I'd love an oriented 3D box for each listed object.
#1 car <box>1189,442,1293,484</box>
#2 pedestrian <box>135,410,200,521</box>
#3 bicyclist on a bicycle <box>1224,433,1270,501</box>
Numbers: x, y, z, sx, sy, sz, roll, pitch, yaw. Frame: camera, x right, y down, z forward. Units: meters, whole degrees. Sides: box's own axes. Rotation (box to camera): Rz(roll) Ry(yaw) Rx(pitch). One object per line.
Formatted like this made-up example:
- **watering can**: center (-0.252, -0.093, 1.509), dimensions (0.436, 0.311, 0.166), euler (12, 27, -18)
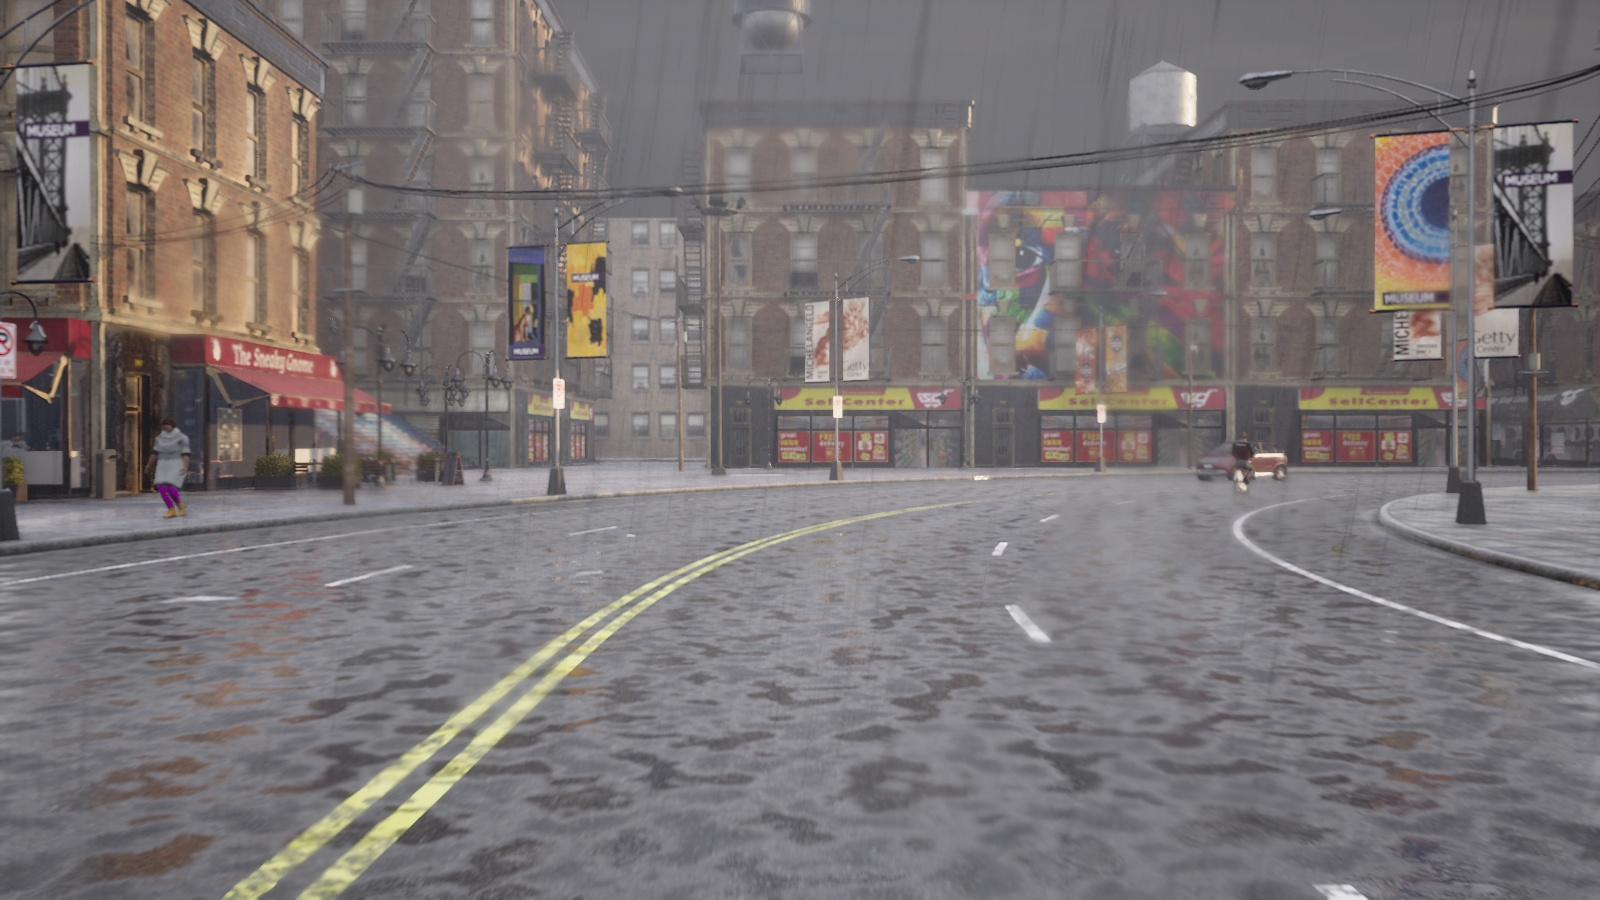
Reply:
- **car**: center (16.829, 0.469, 47.916), dimensions (3.705, 1.549, 1.789), euler (0, 0, -31)
- **pedestrian**: center (-11.269, 0.268, 22.409), dimensions (0.659, 1.952, 0.873), euler (0, 0, 7)
- **bicyclist on a bicycle**: center (12.028, 0.436, 33.766), dimensions (0.659, 1.776, 1.843), euler (1, 1, 36)
